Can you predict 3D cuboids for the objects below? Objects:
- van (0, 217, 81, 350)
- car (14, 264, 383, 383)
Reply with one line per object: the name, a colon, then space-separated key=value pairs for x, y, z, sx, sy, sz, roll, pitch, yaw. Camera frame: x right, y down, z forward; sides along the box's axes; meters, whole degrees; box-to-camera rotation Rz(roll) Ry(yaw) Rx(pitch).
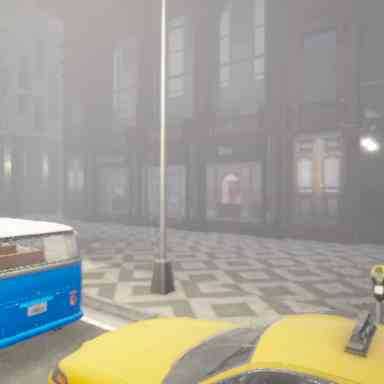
van: x=-3.563 y=1.314 z=5.502 sx=3.998 sy=1.788 sz=1.690 roll=0 pitch=0 yaw=36
car: x=0.886 y=1.523 z=2.329 sx=4.829 sy=1.417 sz=1.752 roll=0 pitch=0 yaw=36
